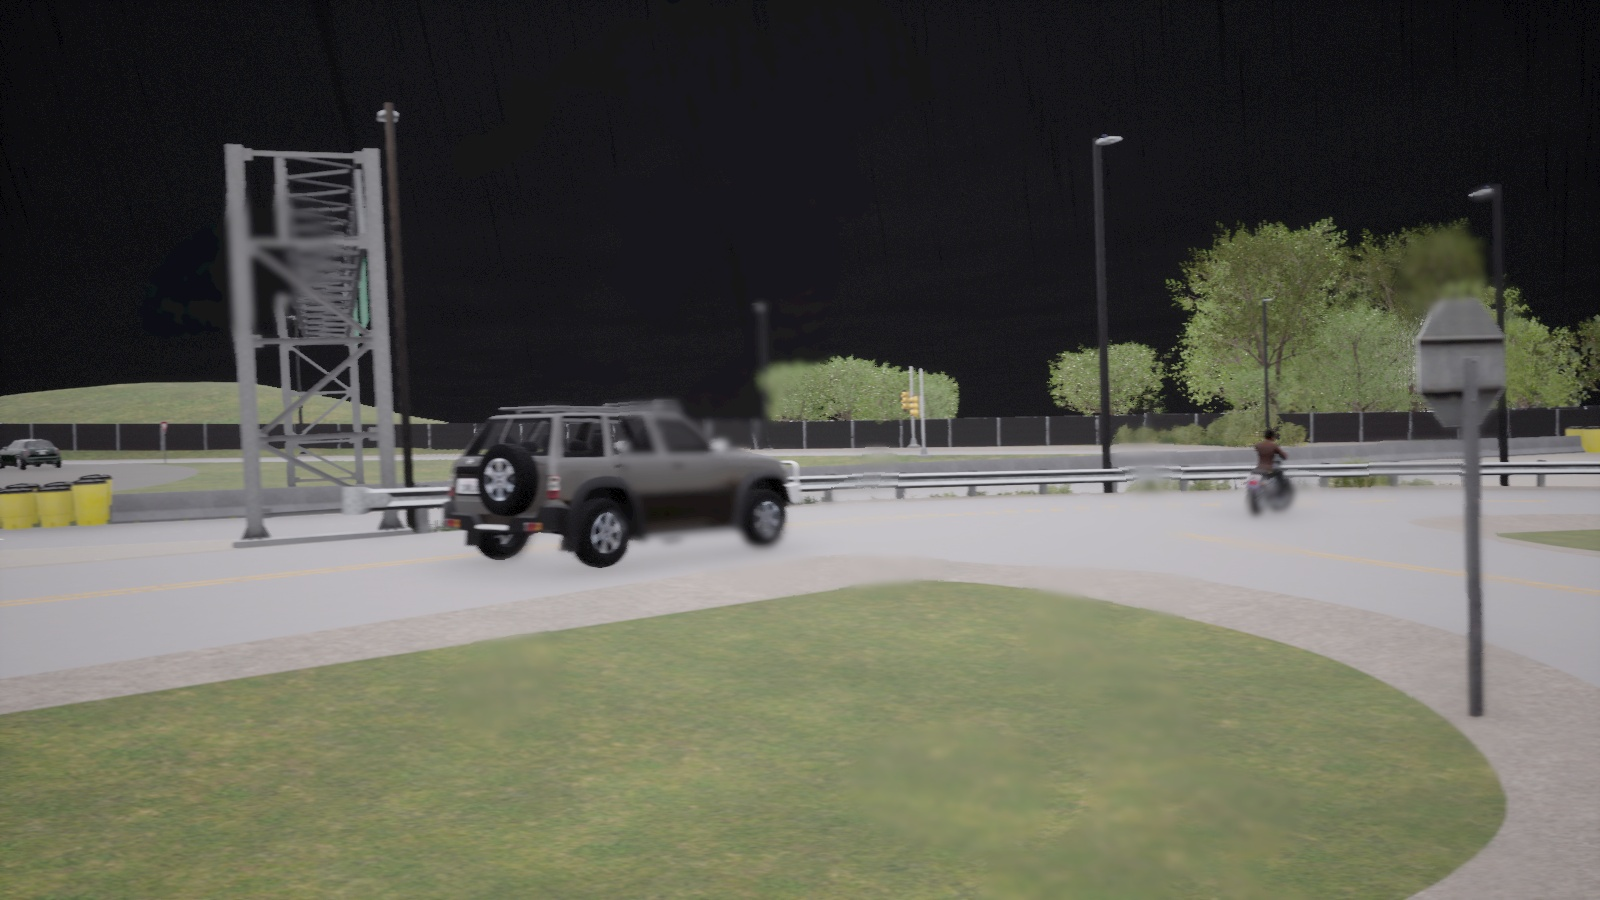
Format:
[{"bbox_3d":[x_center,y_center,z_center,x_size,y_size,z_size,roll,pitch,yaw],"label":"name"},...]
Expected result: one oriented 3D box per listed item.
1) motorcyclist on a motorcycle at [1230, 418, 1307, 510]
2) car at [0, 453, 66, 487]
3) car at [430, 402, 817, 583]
[{"bbox_3d":[8.925,0.226,23.874,0.766,1.649,2.350,3,3,34],"label":"motorcyclist on a motorcycle"},{"bbox_3d":[-44.207,1.133,72.023,4.553,1.767,2.097,0,3,39],"label":"car"},{"bbox_3d":[-1.959,0.403,15.323,1.932,1.855,4.605,-1,0,37],"label":"car"}]
